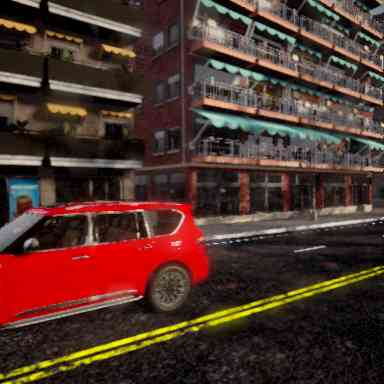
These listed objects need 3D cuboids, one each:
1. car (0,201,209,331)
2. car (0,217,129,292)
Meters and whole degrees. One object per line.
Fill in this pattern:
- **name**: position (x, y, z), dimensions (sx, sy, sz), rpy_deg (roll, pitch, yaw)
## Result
- **car**: position (-2.251, 1.221, 6.093), dimensions (5.566, 2.045, 2.150), rpy_deg (0, 0, -36)
- **car**: position (-4.194, 1.527, 8.691), dimensions (4.674, 1.442, 1.812), rpy_deg (0, 0, -36)
